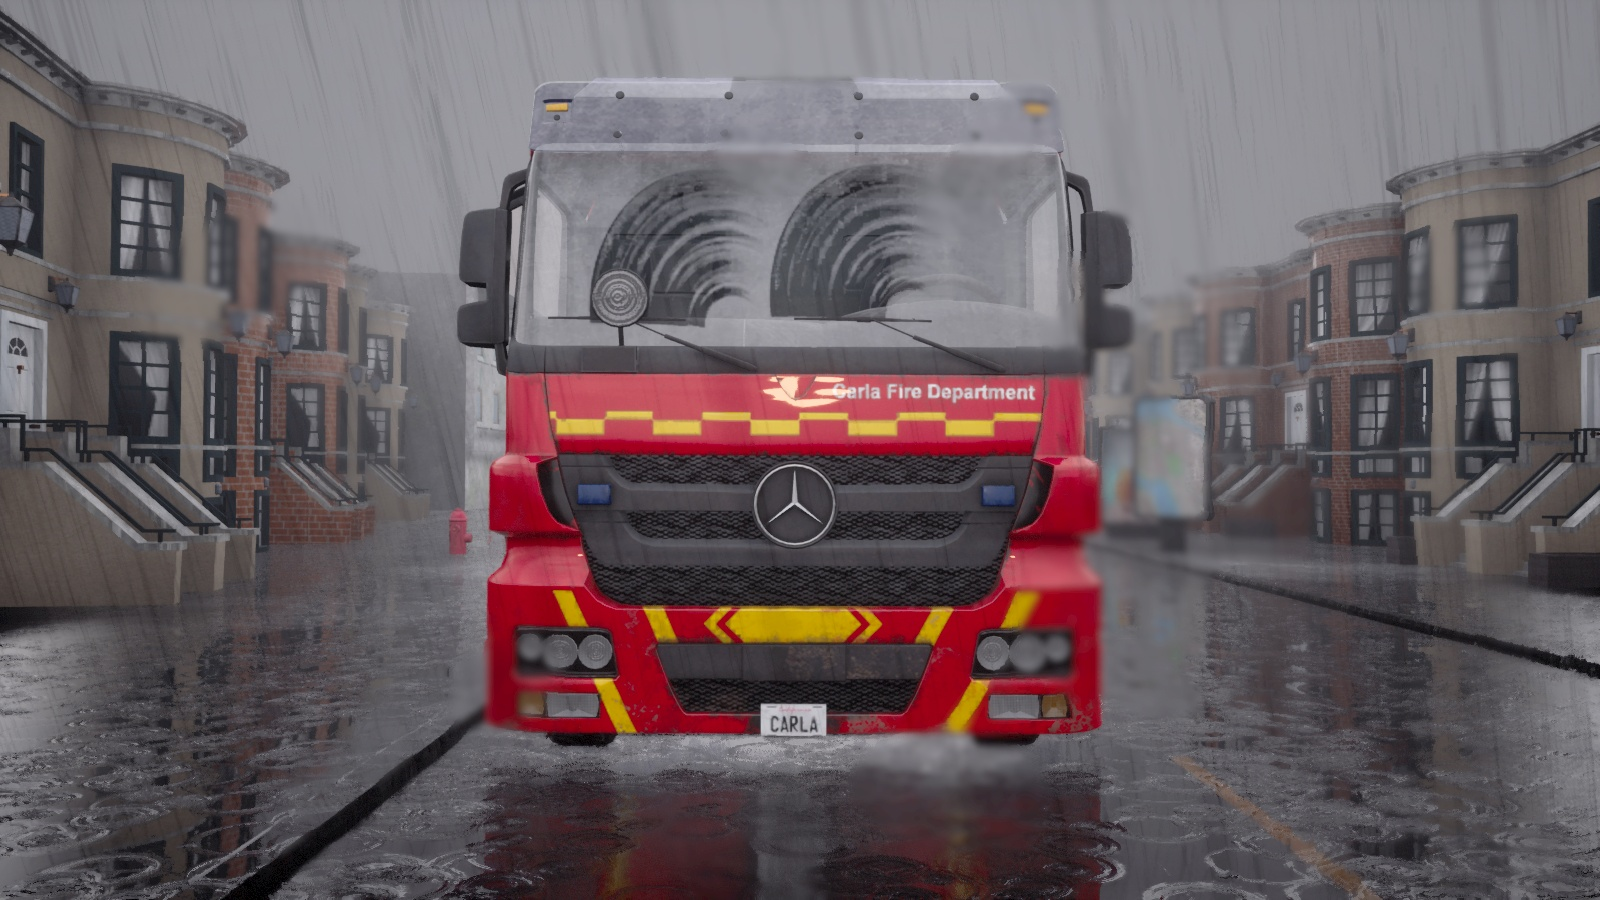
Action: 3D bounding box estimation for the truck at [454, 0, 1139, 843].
[{"bbox_3d":[-0.032,-0.190,9.565,2.891,3.827,8.468,0,-1,0],"label":"truck"}]
